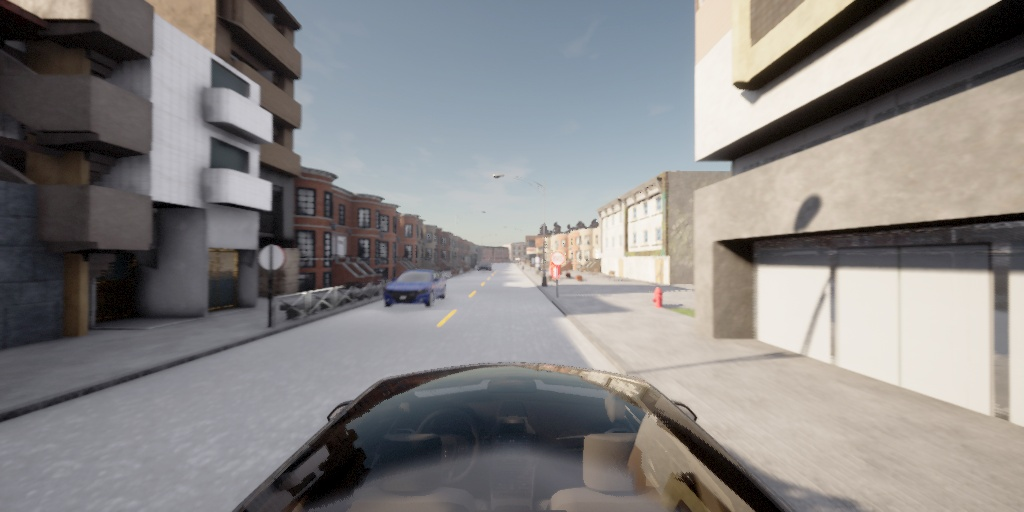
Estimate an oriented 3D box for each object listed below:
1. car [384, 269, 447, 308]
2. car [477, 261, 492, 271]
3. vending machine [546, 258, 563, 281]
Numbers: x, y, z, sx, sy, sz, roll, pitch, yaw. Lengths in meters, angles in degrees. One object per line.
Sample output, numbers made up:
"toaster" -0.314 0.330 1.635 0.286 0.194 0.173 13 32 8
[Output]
"car" -4.189 1.344 16.226 1.882 1.535 5.008 0 -1 0
"car" -4.432 1.587 58.676 2.097 1.767 4.553 0 -1 0
"vending machine" 4.056 1.462 34.425 1.100 2.100 0.880 0 0 0
